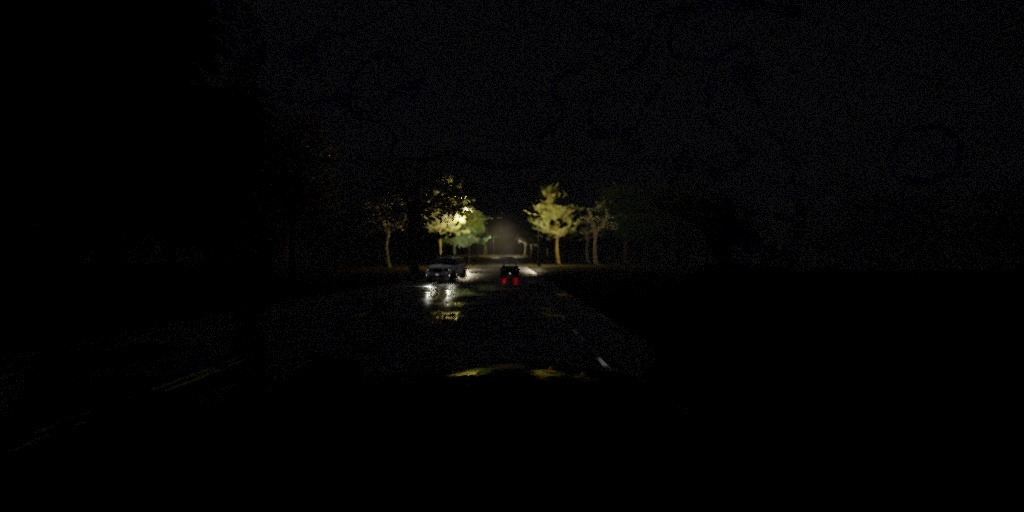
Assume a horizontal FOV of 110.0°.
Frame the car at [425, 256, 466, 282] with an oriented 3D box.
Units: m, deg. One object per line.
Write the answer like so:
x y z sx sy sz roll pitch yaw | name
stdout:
-5.413 1.059 30.139 2.150 2.045 5.566 0 0 7 | car

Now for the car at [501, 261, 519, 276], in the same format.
-0.213 1.460 38.778 1.895 1.301 4.718 0 0 0 | car
